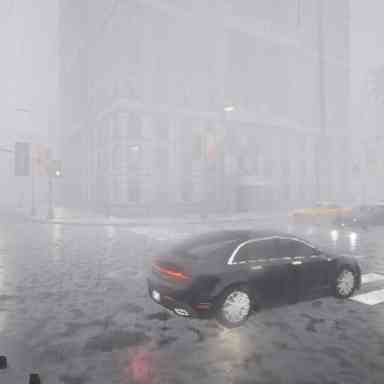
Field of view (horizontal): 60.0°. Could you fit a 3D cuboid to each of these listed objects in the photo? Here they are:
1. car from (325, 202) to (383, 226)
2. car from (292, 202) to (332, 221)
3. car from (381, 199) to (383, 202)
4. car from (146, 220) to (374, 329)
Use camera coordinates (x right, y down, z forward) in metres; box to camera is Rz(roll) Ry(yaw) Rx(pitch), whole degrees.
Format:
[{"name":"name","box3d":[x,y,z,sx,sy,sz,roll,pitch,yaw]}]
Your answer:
[{"name":"car","box3d":[11.170,1.543,20.938,5.357,1.411,2.033,0,0,-31]},{"name":"car","box3d":[9.406,1.473,23.957,5.008,1.535,1.882,0,0,-31]},{"name":"car","box3d":[18.184,1.215,29.108,5.566,2.045,2.150,0,0,-30]},{"name":"car","box3d":[1.469,1.541,6.940,4.892,1.490,1.837,0,0,-31]}]
